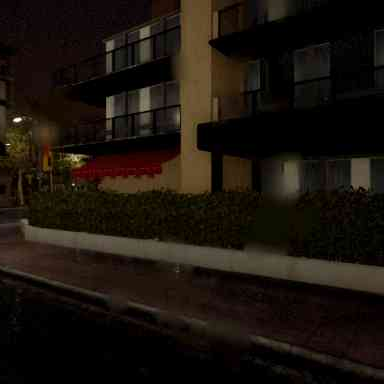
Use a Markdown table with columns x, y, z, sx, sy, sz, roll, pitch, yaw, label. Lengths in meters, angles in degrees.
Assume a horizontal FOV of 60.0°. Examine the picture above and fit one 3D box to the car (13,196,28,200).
| x | y | z | sx | sy | sz | roll | pitch | yaw | label |
| --- | --- | --- | --- | --- | --- | --- | --- | --- | --- |
| -36.180 | 1.481 | 67.980 | 4.892 | 1.521 | 2.231 | 0 | 0 | 36 | car |
